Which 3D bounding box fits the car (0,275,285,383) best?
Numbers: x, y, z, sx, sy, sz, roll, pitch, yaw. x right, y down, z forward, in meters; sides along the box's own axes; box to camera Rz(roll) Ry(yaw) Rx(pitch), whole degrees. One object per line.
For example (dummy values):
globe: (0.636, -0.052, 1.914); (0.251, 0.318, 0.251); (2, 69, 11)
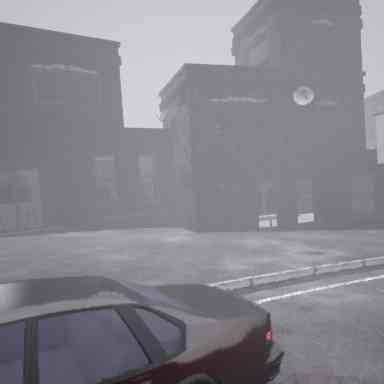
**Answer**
car: (-1.591, 1.547, 2.749); (5.357, 1.411, 2.033); (0, 0, -34)
